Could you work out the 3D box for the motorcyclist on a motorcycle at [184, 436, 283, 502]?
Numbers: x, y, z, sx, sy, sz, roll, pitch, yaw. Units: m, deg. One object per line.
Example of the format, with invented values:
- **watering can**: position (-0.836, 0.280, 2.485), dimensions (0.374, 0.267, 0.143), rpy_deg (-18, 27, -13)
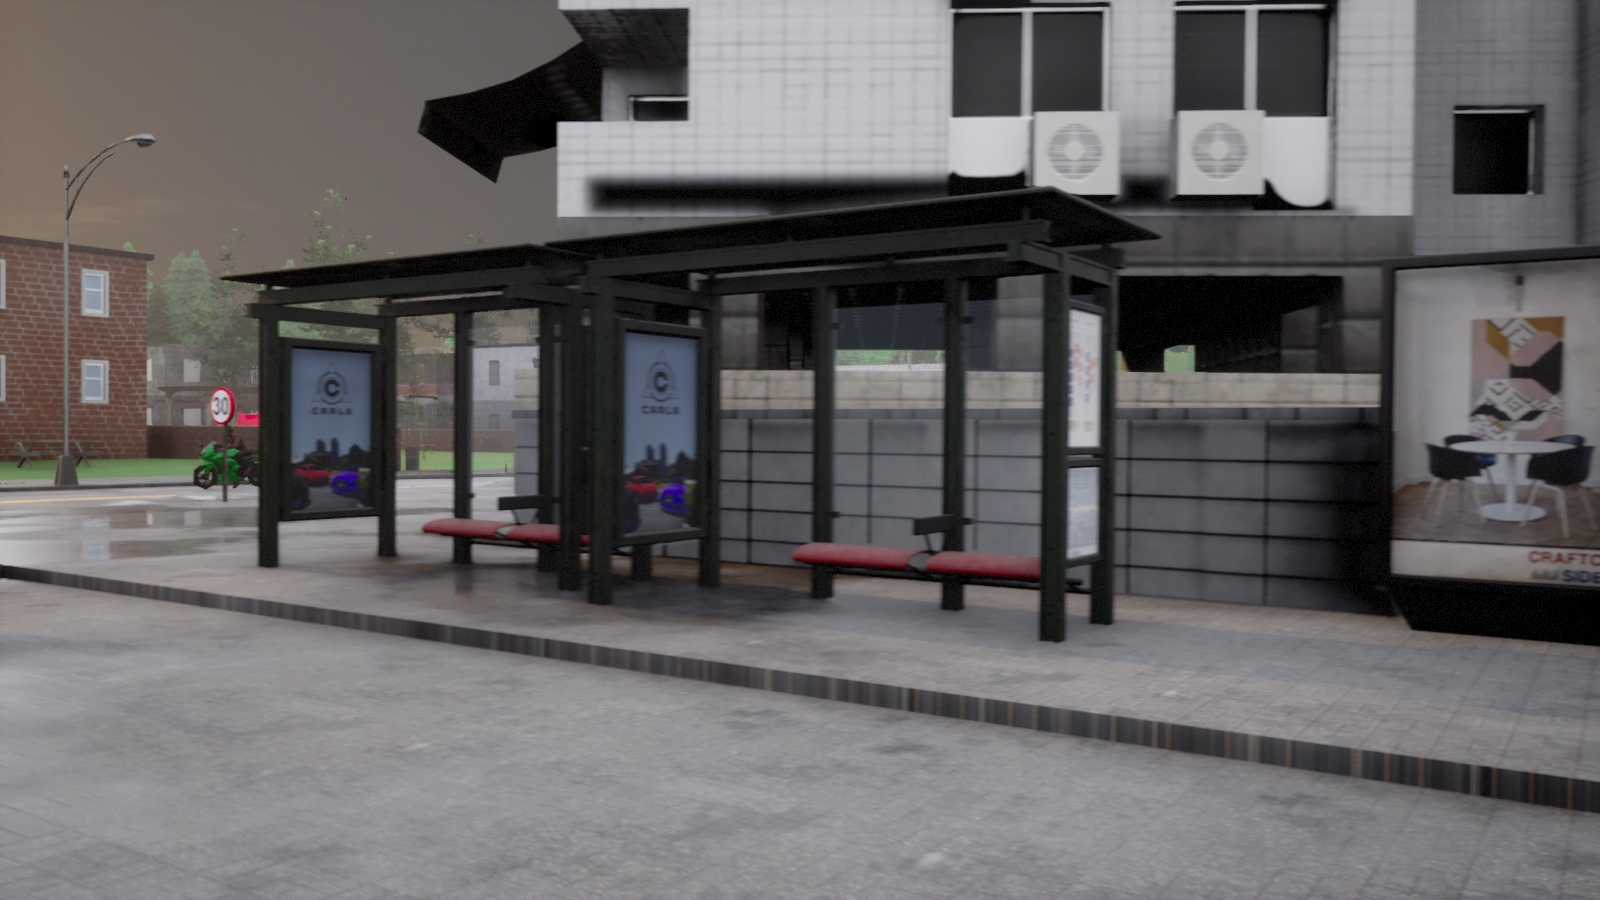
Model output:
- **motorcyclist on a motorcycle**: position (-13.558, 0.425, 30.121), dimensions (0.797, 1.523, 2.044), rpy_deg (0, 1, 34)
